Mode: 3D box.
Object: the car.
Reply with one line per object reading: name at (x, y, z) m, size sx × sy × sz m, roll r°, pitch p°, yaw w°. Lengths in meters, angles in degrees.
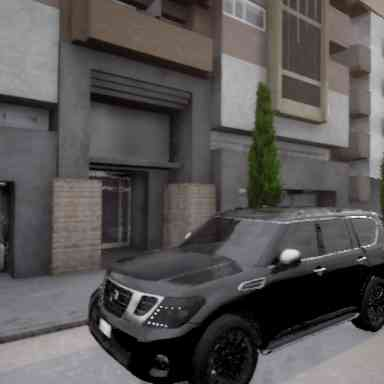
car at (1.240, 1.286, 5.496) m, size 5.566 × 2.045 × 2.150 m, roll 1°, pitch -1°, yaw -36°
